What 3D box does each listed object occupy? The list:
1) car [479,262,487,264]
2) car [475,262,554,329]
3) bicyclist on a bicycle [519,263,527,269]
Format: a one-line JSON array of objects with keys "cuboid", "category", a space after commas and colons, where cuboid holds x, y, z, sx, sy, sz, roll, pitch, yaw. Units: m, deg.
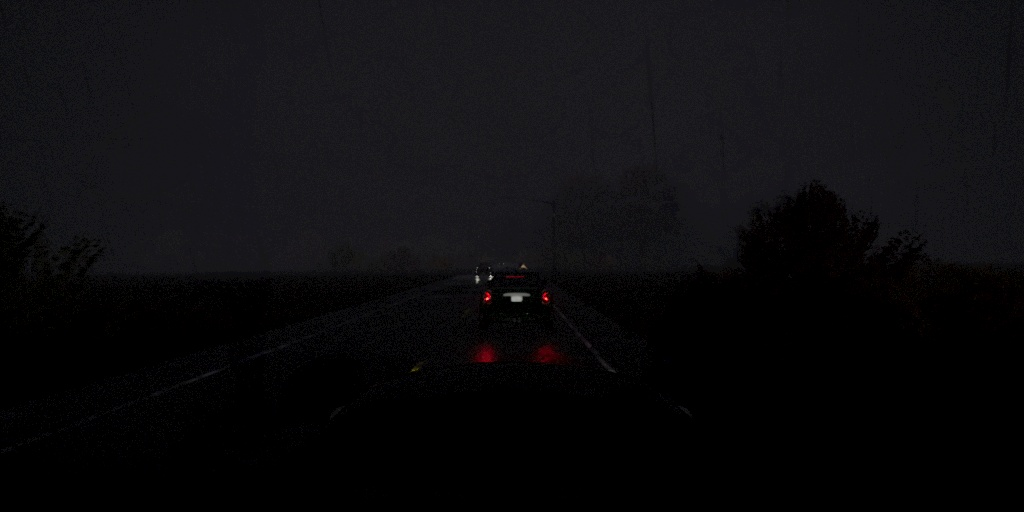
[{"cuboid": [-3.436, 1.547, 45.081, 2.097, 1.767, 4.553, 0, -1, 0], "category": "car"}, {"cuboid": [0.133, 1.205, 11.774, 2.097, 1.767, 4.553, 0, -1, 0], "category": "car"}, {"cuboid": [1.100, 1.525, 34.707, 0.866, 1.612, 1.509, 0, -1, 0], "category": "bicyclist on a bicycle"}]
